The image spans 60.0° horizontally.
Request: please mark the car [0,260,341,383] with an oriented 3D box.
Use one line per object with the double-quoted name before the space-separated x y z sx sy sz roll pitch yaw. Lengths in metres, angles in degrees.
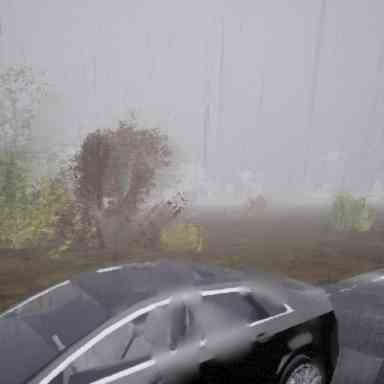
"car" -0.637 1.501 3.007 4.902 1.511 2.128 0 0 -35
